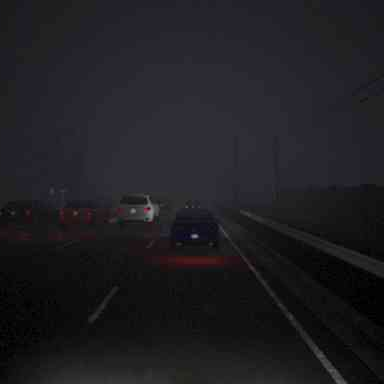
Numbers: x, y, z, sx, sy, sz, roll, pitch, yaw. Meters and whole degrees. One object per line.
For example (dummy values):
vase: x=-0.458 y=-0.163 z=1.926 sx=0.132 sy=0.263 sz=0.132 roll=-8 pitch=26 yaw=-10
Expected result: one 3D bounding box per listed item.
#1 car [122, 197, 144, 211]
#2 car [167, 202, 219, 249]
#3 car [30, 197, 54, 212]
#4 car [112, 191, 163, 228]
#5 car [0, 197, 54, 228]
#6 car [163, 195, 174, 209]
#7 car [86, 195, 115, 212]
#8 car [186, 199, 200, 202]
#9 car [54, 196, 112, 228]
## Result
car: x=-6.911 y=1.397 z=39.486 sx=1.812 sy=1.442 sz=4.674 roll=0 pitch=0 yaw=0
car: x=0.100 y=1.430 z=14.418 sx=1.882 sy=1.535 sz=5.008 roll=0 pitch=0 yaw=0
car: x=-17.107 y=1.368 z=38.061 sx=2.128 sy=1.511 sz=4.902 roll=0 pitch=0 yaw=-20
car: x=-3.398 y=1.150 z=21.926 sx=2.150 sy=2.045 sz=5.566 roll=0 pitch=0 yaw=0
car: x=-10.399 y=1.282 z=21.504 sx=2.097 sy=1.767 sz=4.553 roll=0 pitch=0 yaw=0
car: x=-3.397 y=1.436 z=39.325 sx=1.994 sy=1.385 sz=4.181 roll=0 pitch=0 yaw=0
car: x=-10.397 y=1.228 z=38.179 sx=2.097 sy=1.767 sz=4.553 roll=0 pitch=0 yaw=0
car: x=0.102 y=1.440 z=33.045 sx=2.033 sy=1.411 sz=5.357 roll=0 pitch=0 yaw=0
car: x=-6.898 y=1.281 z=21.776 sx=2.097 sy=1.767 sz=4.553 roll=0 pitch=0 yaw=0
